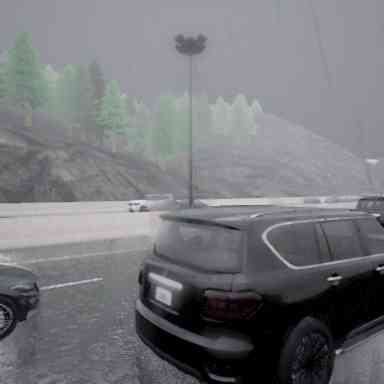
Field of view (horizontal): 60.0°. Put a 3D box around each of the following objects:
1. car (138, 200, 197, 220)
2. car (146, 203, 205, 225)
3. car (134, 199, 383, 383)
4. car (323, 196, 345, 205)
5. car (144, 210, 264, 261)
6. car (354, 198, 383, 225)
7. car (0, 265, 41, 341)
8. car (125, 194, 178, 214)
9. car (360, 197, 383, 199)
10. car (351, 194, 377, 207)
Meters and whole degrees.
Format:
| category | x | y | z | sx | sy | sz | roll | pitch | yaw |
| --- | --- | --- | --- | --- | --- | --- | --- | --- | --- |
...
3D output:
| category | x | y | z | sx | sy | sz | roll | pitch | yaw |
| --- | --- | --- | --- | --- | --- | --- | --- | --- | --- |
| car | -2.095 | 1.530 | 29.319 | 5.008 | 1.535 | 1.882 | 0 | 0 | -41 |
| car | -1.206 | 1.609 | 25.482 | 4.181 | 1.385 | 1.994 | 0 | 0 | -40 |
| car | 1.835 | 1.228 | 5.229 | 5.566 | 2.045 | 2.150 | 0 | 0 | -37 |
| car | 26.915 | 1.598 | 62.829 | 2.128 | 1.511 | 4.902 | 0 | 0 | 45 |
| car | 0.594 | 1.548 | 13.133 | 4.674 | 1.442 | 1.812 | 0 | 0 | -38 |
| car | 14.066 | 1.379 | 24.879 | 4.553 | 1.767 | 2.097 | 0 | 0 | -44 |
| car | -4.734 | 1.540 | 4.769 | 4.674 | 1.442 | 1.812 | 0 | 0 | -35 |
| car | -4.395 | 1.292 | 36.605 | 5.566 | 2.045 | 2.150 | 1 | 0 | -42 |
| car | 9.856 | 1.238 | 16.254 | 5.566 | 2.045 | 2.150 | 0 | 0 | -41 |
| car | 28.041 | 1.281 | 54.035 | 5.566 | 2.045 | 2.150 | 0 | 0 | -45 |
